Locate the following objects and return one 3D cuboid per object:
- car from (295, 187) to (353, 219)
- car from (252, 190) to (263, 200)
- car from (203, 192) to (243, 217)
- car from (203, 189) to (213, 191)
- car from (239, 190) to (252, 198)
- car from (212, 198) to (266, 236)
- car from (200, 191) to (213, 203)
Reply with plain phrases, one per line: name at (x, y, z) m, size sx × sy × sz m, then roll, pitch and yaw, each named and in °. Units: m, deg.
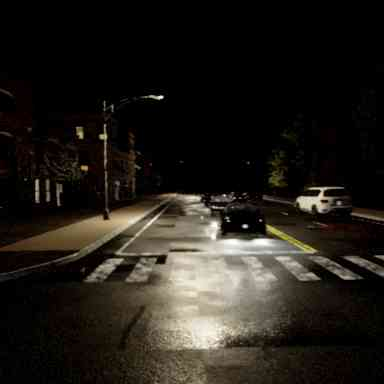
car at (8.884, 0.682, 22.815) m, size 2.150 × 2.045 × 5.566 m, roll -1°, pitch 1°, yaw 0°
car at (8.742, 0.471, 47.310) m, size 1.882 × 1.535 × 5.008 m, roll -1°, pitch 1°, yaw 0°
car at (2.198, 0.985, 24.815) m, size 2.128 × 1.511 × 4.902 m, roll -1°, pitch 1°, yaw 0°
car at (2.157, 0.472, 44.392) m, size 2.097 × 1.767 × 4.553 m, roll -1°, pitch 1°, yaw 0°
car at (5.531, 0.697, 40.934) m, size 2.033 × 1.411 × 5.357 m, roll -1°, pitch 1°, yaw 0°
car at (2.239, 1.225, 16.039) m, size 1.994 × 1.385 × 4.181 m, roll -1°, pitch 1°, yaw 0°
car at (2.210, 0.877, 34.277) m, size 1.994 × 1.385 × 4.181 m, roll -1°, pitch 1°, yaw 0°
